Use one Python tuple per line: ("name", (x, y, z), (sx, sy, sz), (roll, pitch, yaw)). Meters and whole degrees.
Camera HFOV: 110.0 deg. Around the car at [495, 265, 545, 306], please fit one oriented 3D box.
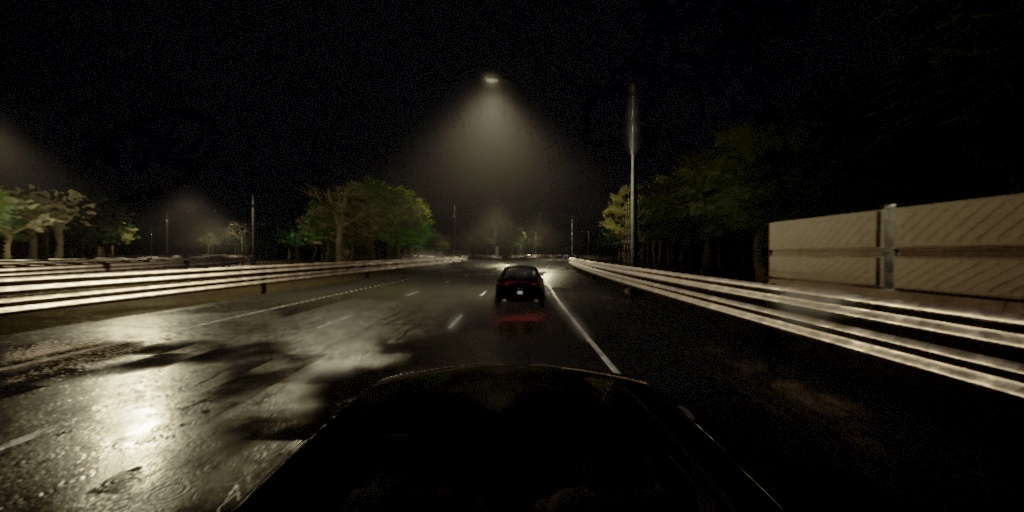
("car", (0.365, 1.121, 15.211), (1.882, 1.535, 5.008), (0, 0, 2))
